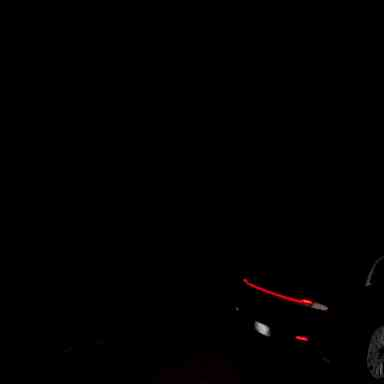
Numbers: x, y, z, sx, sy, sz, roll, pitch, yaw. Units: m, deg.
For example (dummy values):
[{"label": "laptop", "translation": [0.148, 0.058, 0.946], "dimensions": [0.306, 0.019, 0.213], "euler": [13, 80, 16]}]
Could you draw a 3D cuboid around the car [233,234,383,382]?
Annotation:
[{"label": "car", "translation": [2.923, 1.452, 5.366], "dimensions": [4.902, 1.511, 2.128], "euler": [0, 0, -32]}]
